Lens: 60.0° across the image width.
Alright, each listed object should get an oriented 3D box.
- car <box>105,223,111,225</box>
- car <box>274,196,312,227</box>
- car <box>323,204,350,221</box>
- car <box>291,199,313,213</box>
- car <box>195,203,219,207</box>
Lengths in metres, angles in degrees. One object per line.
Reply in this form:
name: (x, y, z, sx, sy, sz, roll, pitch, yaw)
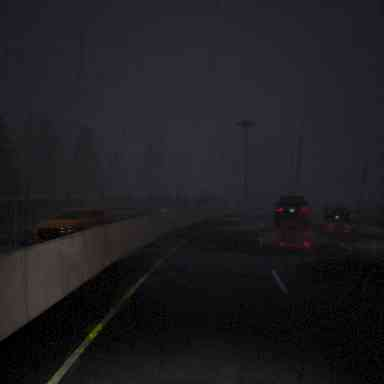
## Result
car: (-5.495, 1.505, 16.072, 1.882, 1.535, 5.008, 0, 0, 10)
car: (7.124, 1.311, 23.797, 2.150, 2.045, 5.566, 0, -1, 16)
car: (12.400, 1.724, 28.792, 1.895, 1.301, 4.718, 0, 0, 20)
car: (13.431, 1.651, 40.416, 2.128, 1.511, 4.902, 0, 0, 24)
car: (2.316, 1.376, 50.382, 2.150, 2.045, 5.566, 0, -1, 24)
